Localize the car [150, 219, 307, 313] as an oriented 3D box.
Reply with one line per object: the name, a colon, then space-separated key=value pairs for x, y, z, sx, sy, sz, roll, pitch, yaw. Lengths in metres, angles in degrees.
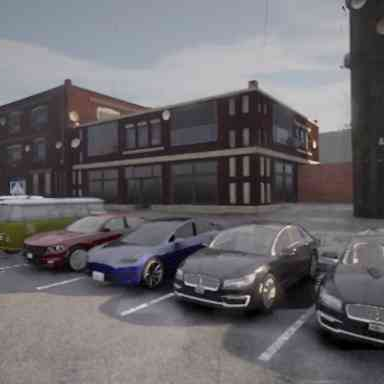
car: x=1.546 y=1.468 z=7.860 sx=2.231 sy=1.521 sz=4.892 roll=0 pitch=0 yaw=36

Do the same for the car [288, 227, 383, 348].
car: x=3.790 y=1.479 z=6.259 sx=2.231 sy=1.521 sz=4.892 roll=0 pitch=0 yaw=36

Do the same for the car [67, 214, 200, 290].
car: x=-0.719 y=1.489 z=9.431 sx=2.163 sy=1.488 sz=4.792 roll=0 pitch=0 yaw=36

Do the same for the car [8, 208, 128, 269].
car: x=-2.941 y=1.455 z=11.061 sx=2.097 sy=1.535 sz=5.008 roll=0 pitch=0 yaw=36

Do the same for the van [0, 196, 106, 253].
van: x=-5.022 y=1.229 z=12.680 sx=1.878 sy=1.987 sz=4.442 roll=0 pitch=0 yaw=36
